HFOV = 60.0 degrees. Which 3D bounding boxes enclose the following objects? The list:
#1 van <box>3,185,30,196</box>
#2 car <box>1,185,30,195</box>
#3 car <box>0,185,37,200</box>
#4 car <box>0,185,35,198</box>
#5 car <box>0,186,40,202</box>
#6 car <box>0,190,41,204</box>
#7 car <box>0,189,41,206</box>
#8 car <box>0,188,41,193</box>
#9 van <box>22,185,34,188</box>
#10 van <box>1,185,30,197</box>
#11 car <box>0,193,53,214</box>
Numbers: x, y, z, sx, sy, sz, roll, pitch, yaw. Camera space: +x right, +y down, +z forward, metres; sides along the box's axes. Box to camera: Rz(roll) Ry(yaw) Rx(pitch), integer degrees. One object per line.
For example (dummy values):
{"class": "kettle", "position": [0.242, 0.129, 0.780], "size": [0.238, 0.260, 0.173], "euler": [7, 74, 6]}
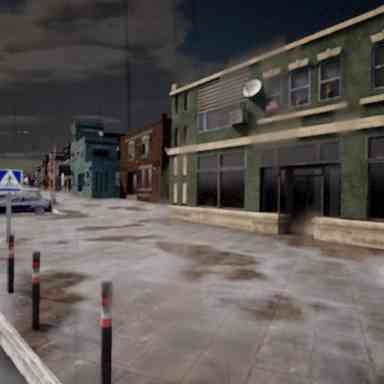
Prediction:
{"class": "van", "position": [-32.614, -0.209, 61.895], "size": [4.442, 1.987, 1.878], "euler": [1, 1, -28]}
{"class": "car", "position": [-37.981, -0.481, 71.630], "size": [5.566, 2.045, 2.435], "euler": [1, 1, -28]}
{"class": "car", "position": [-26.253, 0.092, 49.686], "size": [5.566, 2.045, 2.435], "euler": [1, 1, -28]}
{"class": "car", "position": [-30.072, -0.107, 56.953], "size": [5.566, 2.045, 2.435], "euler": [1, 1, -28]}
{"class": "car", "position": [-23.523, 0.235, 44.701], "size": [5.566, 2.045, 2.435], "euler": [1, 1, -28]}
{"class": "car", "position": [-20.999, 0.623, 39.899], "size": [5.008, 1.535, 2.097], "euler": [1, 1, -28]}
{"class": "car", "position": [-19.596, 0.571, 37.354], "size": [4.553, 1.767, 2.185], "euler": [1, 1, -28]}
{"class": "car", "position": [-15.664, 0.765, 29.997], "size": [4.553, 1.767, 2.185], "euler": [1, 1, -28]}
{"class": "van", "position": [-17.163, 0.601, 32.490], "size": [4.442, 1.987, 1.878], "euler": [1, 1, -28]}
{"class": "van", "position": [-31.511, -0.149, 59.337], "size": [4.442, 1.987, 1.878], "euler": [1, 1, -28]}
{"class": "car", "position": [-13.158, 1.026, 25.178], "size": [4.792, 1.488, 2.163], "euler": [1, 1, -28]}
